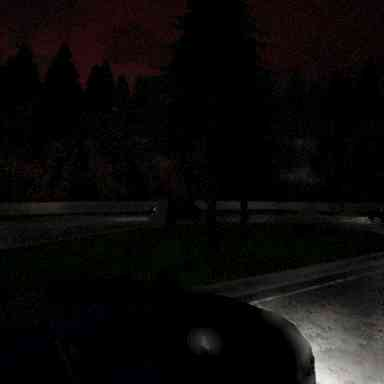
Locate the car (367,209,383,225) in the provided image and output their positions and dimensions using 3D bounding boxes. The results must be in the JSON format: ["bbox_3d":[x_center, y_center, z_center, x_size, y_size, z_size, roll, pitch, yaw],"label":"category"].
[{"bbox_3d":[15.414,1.750,23.931,1.882,1.535,5.008,2,-1,-22],"label":"car"}]

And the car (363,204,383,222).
[{"bbox_3d":[17.102,1.814,27.522,1.837,1.490,4.892,2,-1,-32],"label":"car"}]

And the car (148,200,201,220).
[{"bbox_3d":[-1.602,1.513,30.018,4.553,1.767,2.097,0,0,-18],"label":"car"}]

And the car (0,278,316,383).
[{"bbox_3d":[-0.710,1.575,3.135,4.181,1.385,1.994,1,0,-36],"label":"car"}]
